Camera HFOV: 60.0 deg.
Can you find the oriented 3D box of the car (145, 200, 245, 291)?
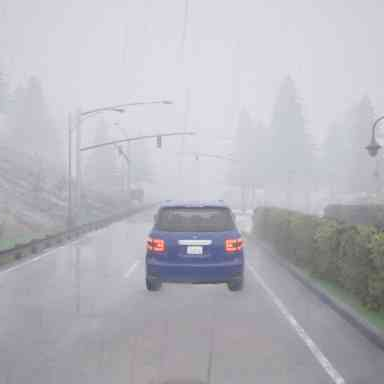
[{"bbox_3d":[0.074,1.221,9.144,2.150,2.045,5.566,0,0,0],"label":"car"}]

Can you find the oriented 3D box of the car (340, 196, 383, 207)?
[{"bbox_3d":[16.140,1.384,30.761,5.566,2.045,2.150,0,0,0],"label":"car"}]
